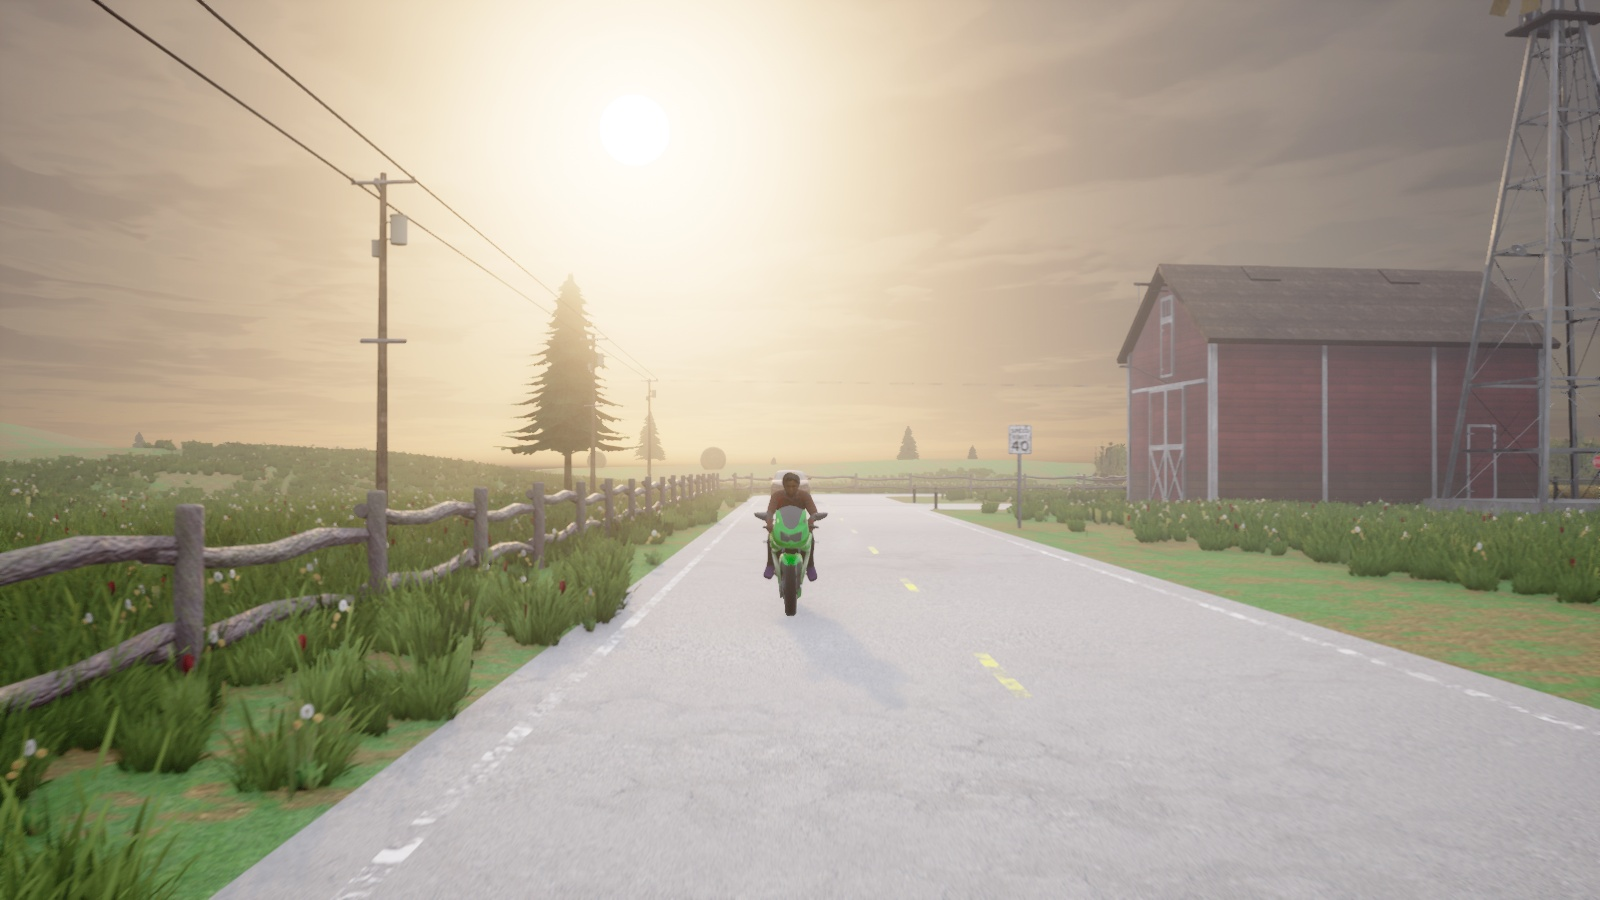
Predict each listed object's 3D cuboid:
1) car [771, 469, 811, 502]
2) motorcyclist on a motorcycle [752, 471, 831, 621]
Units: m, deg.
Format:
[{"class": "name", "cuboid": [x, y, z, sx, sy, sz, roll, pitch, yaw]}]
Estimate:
[{"class": "car", "cuboid": [-0.481, 1.714, 61.305, 1.882, 1.535, 5.008, 0, -1, -1]}, {"class": "motorcyclist on a motorcycle", "cuboid": [-0.093, 1.003, 13.859, 0.797, 1.523, 2.044, 0, -1, 0]}]
